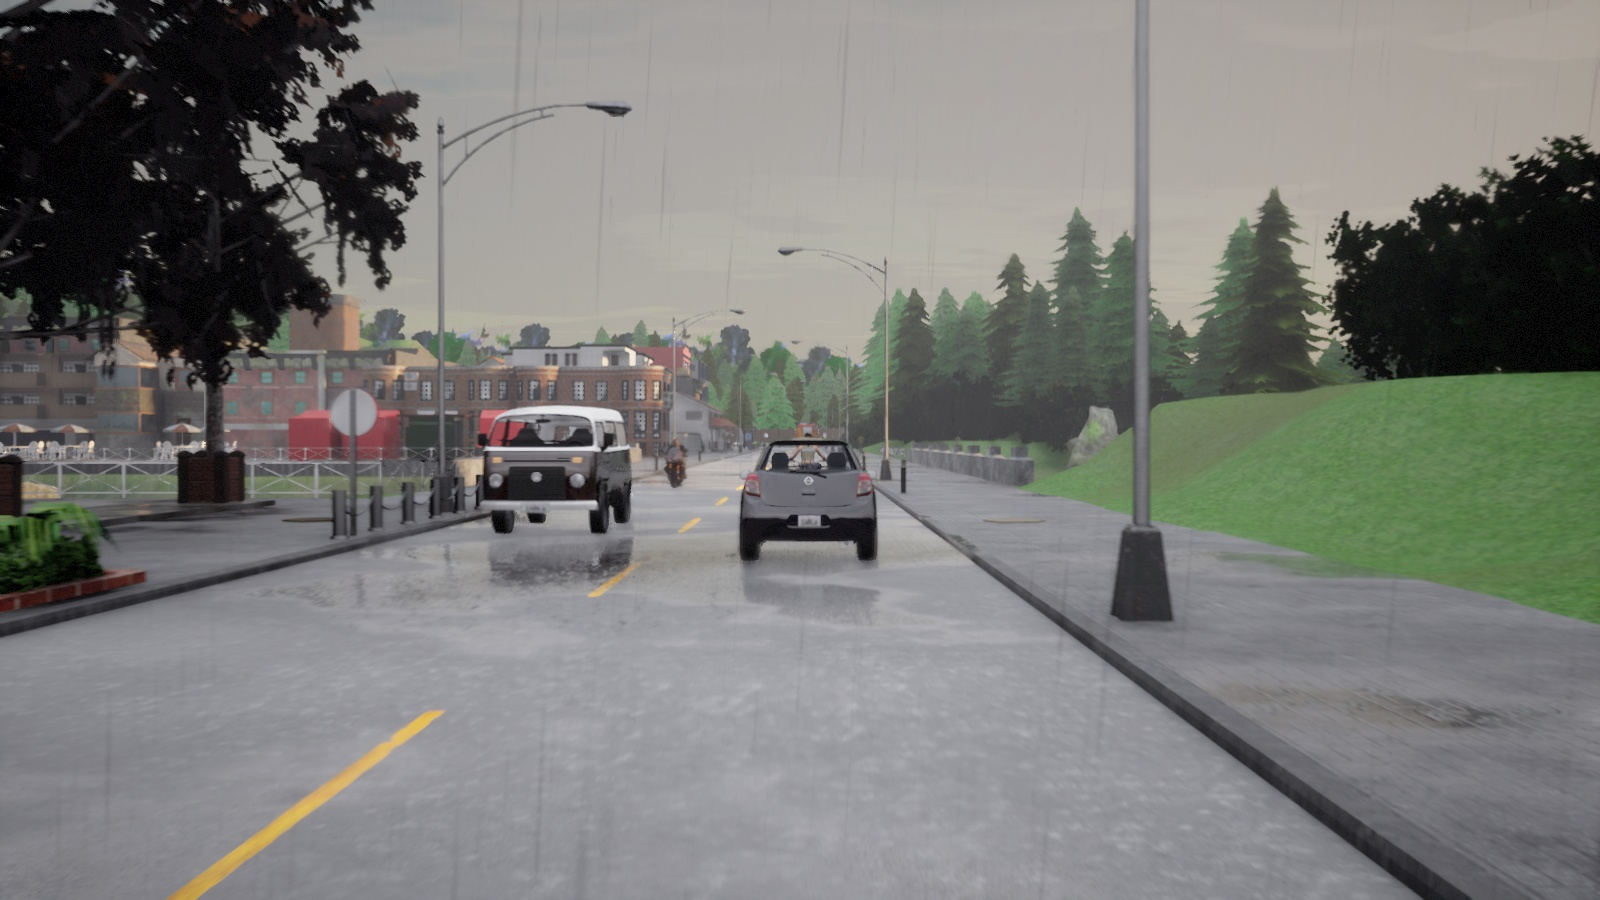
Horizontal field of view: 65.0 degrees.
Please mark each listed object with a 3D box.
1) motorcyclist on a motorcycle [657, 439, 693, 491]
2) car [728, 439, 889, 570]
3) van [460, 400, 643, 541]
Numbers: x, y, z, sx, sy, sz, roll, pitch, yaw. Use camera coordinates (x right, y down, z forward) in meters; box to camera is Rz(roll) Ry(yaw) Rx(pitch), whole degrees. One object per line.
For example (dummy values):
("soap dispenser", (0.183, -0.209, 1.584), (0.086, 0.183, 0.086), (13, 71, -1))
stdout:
("motorcyclist on a motorcycle", (-3.771, 0.419, 37.956), (0.866, 1.530, 2.191), (0, 1, 0))
("car", (0.107, 0.606, 16.248), (1.845, 1.501, 3.633), (0, 1, 0))
("van", (-3.870, 0.274, 20.404), (2.069, 2.038, 4.480), (0, 0, 0))
